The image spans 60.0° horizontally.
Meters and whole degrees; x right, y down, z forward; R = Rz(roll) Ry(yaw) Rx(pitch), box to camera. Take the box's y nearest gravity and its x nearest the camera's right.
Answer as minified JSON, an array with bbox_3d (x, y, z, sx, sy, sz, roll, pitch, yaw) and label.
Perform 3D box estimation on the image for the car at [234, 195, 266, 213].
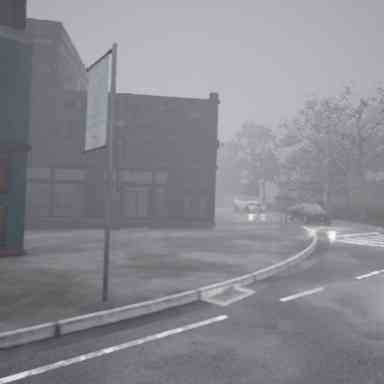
[{"bbox_3d":[7.024,1.444,41.120,2.150,2.045,5.566,2,0,-15],"label":"car"}]

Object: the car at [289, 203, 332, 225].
[{"bbox_3d":[9.108,1.607,25.902,1.882,1.535,5.008,2,0,-3],"label":"car"}]
